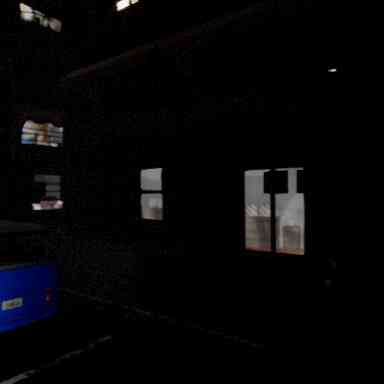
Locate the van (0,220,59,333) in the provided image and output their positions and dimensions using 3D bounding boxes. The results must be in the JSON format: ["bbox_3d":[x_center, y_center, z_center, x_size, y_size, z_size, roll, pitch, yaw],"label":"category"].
[{"bbox_3d":[-4.027,1.339,5.767,3.998,1.788,1.690,0,-1,36],"label":"van"}]
